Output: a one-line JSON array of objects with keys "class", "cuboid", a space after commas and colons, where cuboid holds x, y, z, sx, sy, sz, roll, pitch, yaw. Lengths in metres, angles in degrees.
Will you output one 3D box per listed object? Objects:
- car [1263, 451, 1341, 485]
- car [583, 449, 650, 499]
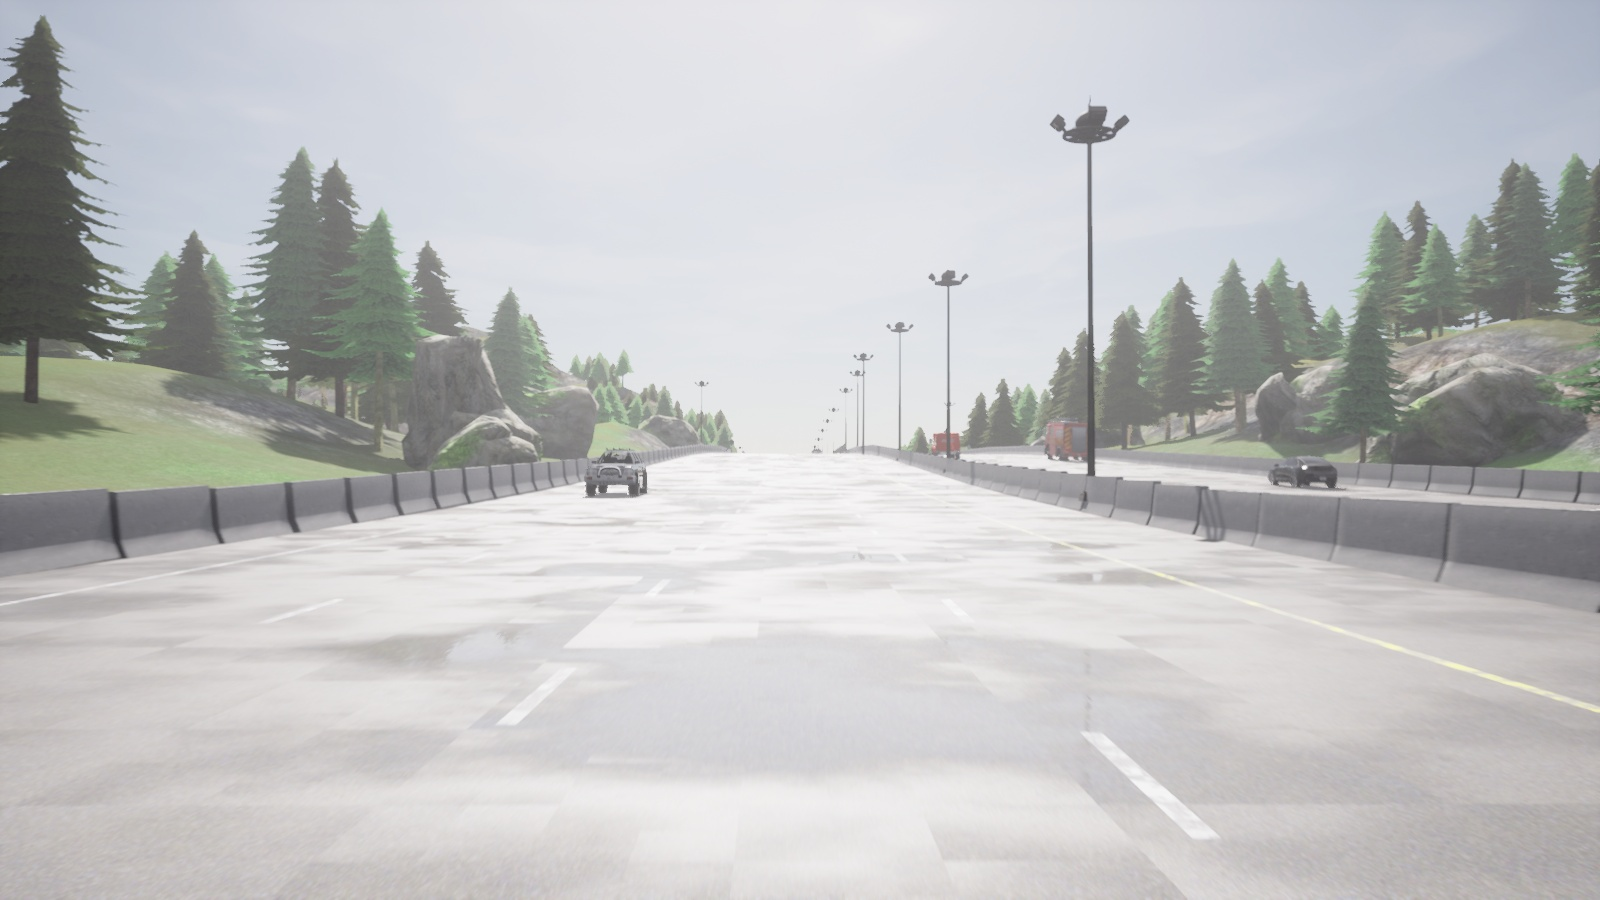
[{"class": "car", "cuboid": [24.347, 0.853, 61.096, 1.837, 1.490, 4.892, 0, 1, 0]}, {"class": "car", "cuboid": [-7.123, 0.896, 49.162, 1.932, 1.855, 4.605, 0, 0, 0]}]
